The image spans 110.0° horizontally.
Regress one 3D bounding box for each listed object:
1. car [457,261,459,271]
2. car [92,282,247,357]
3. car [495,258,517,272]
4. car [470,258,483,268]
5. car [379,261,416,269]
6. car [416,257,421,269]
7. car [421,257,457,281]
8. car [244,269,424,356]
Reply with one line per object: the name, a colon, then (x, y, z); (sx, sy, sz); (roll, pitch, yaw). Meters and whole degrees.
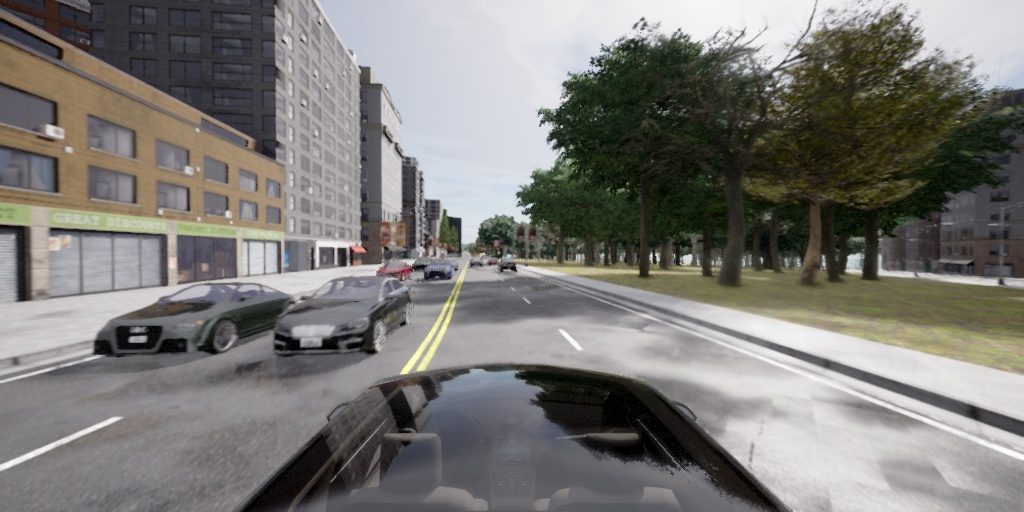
car: (-7.522, 1.124, 44.416); (2.033, 1.411, 5.357); (0, 0, -5)
car: (-6.978, 1.326, 8.534); (1.994, 1.385, 4.181); (0, 0, -4)
car: (-0.575, 1.074, 41.948); (1.837, 1.490, 4.892); (0, 0, -6)
car: (-5.411, 1.040, 54.950); (1.812, 1.442, 4.674); (0, 0, -6)
car: (-8.951, 1.146, 27.568); (1.882, 1.535, 5.008); (0, 0, -6)
car: (-10.777, 0.937, 44.040); (2.097, 1.767, 4.553); (0, 0, -6)
car: (-5.857, 1.003, 29.208); (2.097, 1.767, 4.553); (0, 0, -6)
car: (-3.716, 1.242, 8.731); (2.128, 1.511, 4.902); (0, 0, -5)
